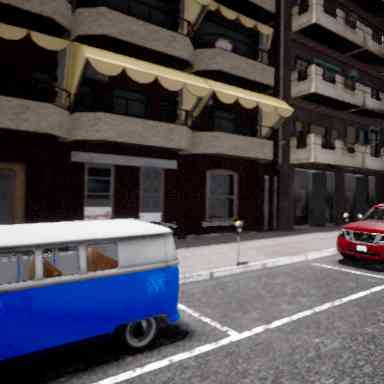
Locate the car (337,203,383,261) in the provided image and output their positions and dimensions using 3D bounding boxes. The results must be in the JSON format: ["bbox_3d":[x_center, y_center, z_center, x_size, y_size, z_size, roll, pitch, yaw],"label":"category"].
[{"bbox_3d":[6.931,1.300,11.015,5.009,1.841,2.192,0,1,-35],"label":"car"}]

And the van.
[{"bbox_3d":[-2.073,1.340,4.592,3.998,1.788,1.690,0,2,-35],"label":"van"}]
